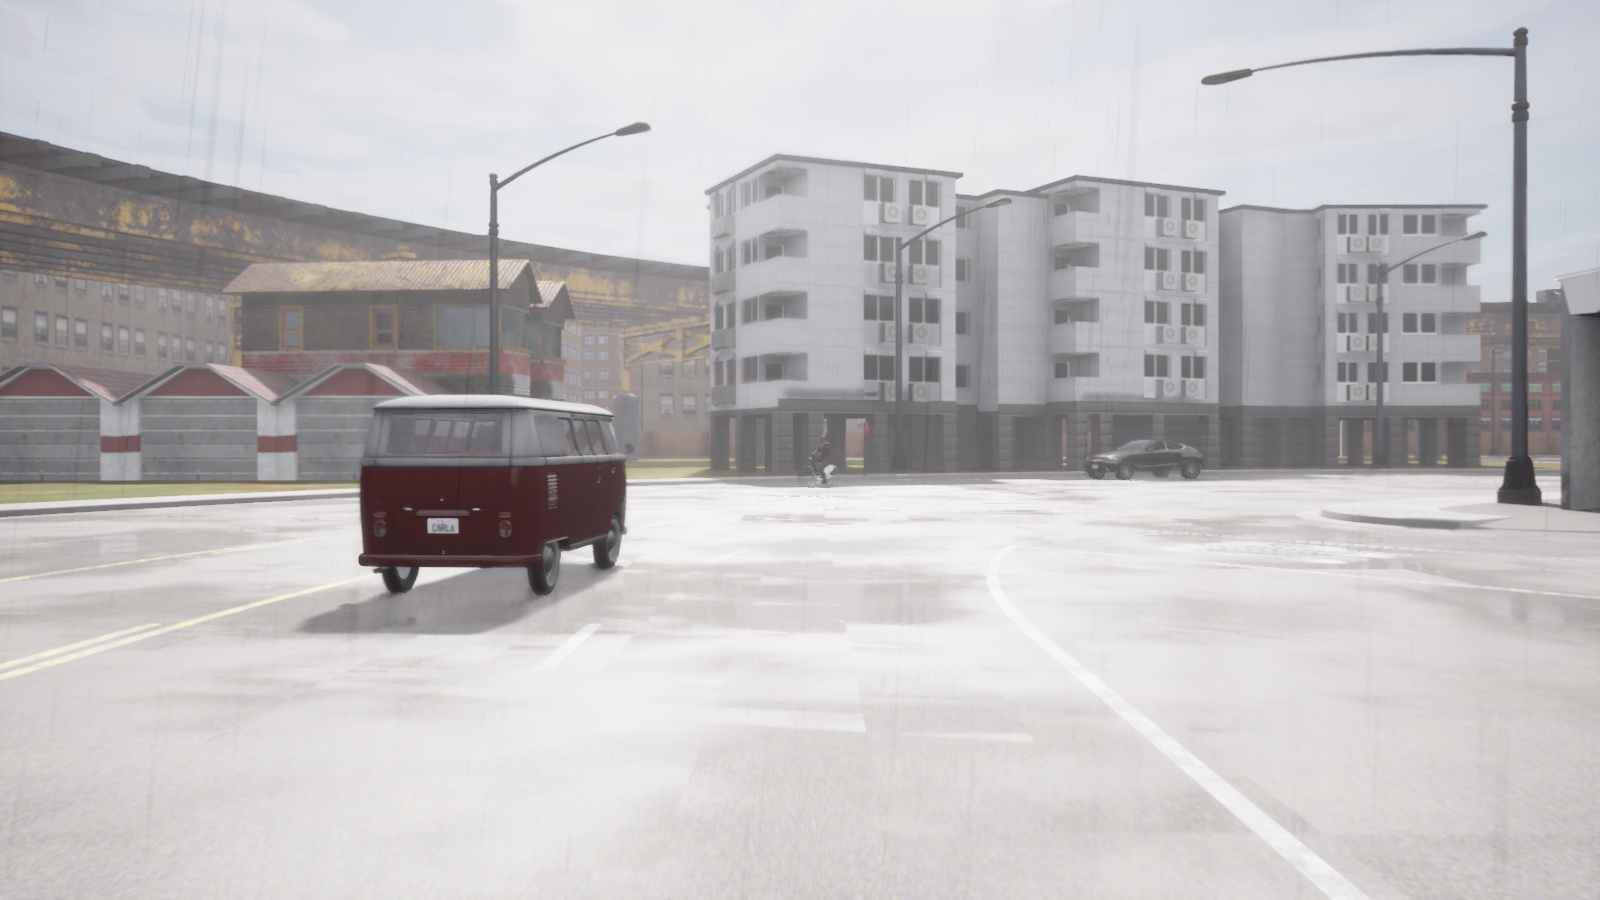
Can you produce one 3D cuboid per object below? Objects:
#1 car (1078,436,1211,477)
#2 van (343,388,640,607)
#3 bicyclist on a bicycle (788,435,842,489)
[{"bbox_3d":[14.104,0.247,51.416,5.027,1.651,2.152,0,0,-23],"label":"car"},{"bbox_3d":[-3.104,0.420,13.657,1.775,1.987,4.442,0,0,5],"label":"van"},{"bbox_3d":[0.519,0.379,42.369,1.843,1.776,0.659,0,1,-42],"label":"bicyclist on a bicycle"}]
